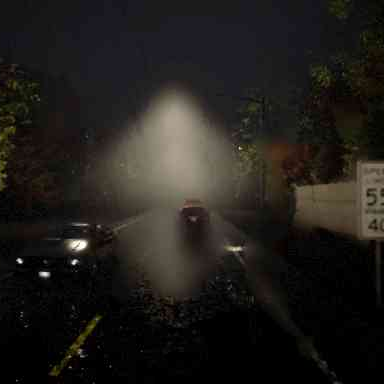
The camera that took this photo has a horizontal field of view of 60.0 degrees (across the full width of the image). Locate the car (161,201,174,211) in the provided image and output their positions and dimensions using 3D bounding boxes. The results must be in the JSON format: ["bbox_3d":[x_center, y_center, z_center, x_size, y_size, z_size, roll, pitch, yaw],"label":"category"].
[{"bbox_3d":[-3.585,2.166,51.612,1.837,1.490,4.892,0,-1,0],"label":"car"}]

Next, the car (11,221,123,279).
[{"bbox_3d":[-3.595,1.689,10.820,2.033,1.411,5.357,1,-1,0],"label":"car"}]

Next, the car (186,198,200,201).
[{"bbox_3d":[0.100,1.745,39.825,2.150,2.045,5.566,0,0,0],"label":"car"}]

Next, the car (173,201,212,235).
[{"bbox_3d":[0.098,1.638,21.284,2.097,1.767,4.553,0,-1,0],"label":"car"}]
